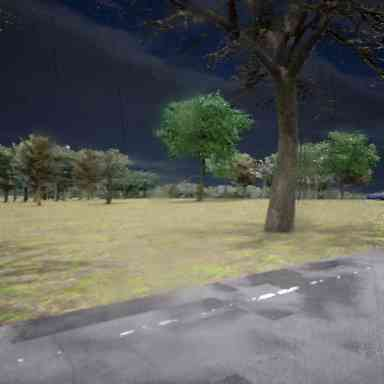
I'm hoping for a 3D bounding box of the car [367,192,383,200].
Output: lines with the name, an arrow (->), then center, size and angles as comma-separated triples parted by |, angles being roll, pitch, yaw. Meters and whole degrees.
car -> 33.546, 0.818, 58.949 | 1.812, 1.442, 4.674 | 3, -2, -35
